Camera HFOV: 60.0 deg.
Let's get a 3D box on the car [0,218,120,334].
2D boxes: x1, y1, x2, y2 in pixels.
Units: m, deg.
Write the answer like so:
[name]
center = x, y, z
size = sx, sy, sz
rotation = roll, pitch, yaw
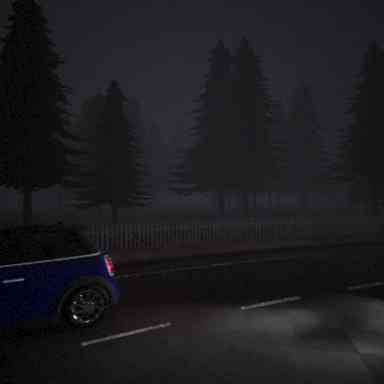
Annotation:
[car]
center = -3.599, 1.355, 5.407
size = 4.553, 1.767, 2.097
rotation = 0, 0, -33
